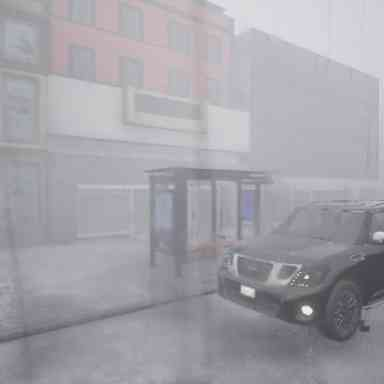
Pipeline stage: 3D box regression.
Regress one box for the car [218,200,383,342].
[{"bbox_3d":[3.127,1.213,6.836,5.566,2.045,2.150,0,0,-35],"label":"car"}]
